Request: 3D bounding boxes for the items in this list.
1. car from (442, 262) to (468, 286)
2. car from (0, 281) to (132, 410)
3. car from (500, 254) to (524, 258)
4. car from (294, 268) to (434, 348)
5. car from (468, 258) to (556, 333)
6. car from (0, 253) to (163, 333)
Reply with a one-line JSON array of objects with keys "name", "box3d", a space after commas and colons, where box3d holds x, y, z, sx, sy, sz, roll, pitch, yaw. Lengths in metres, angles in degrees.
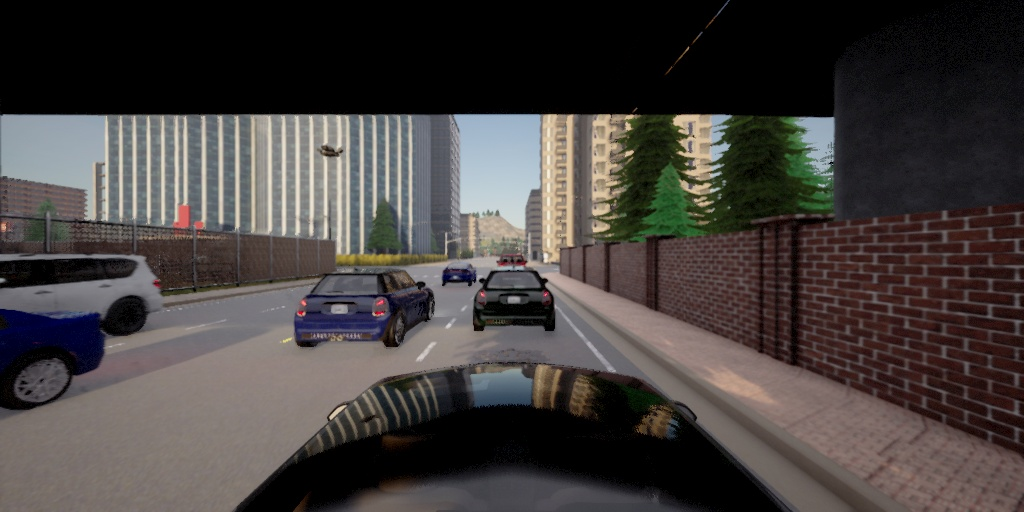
[{"name": "car", "box3d": [-3.491, 1.153, 24.513, 1.882, 1.535, 5.008, 0, 0, 0]}, {"name": "car", "box3d": [-7.101, 1.223, 3.276, 1.882, 1.535, 5.008, 0, 0, 0]}, {"name": "car", "box3d": [0.008, 0.887, 26.514, 2.150, 2.045, 5.566, 0, 0, 0]}, {"name": "car", "box3d": [-3.445, 1.078, 9.290, 2.097, 1.767, 4.553, 0, 0, 0]}, {"name": "car", "box3d": [0.052, 1.072, 10.809, 2.097, 1.767, 4.553, 0, 0, 0]}, {"name": "car", "box3d": [-10.618, 0.954, 7.435, 2.150, 2.045, 5.566, 0, 0, 0]}]
